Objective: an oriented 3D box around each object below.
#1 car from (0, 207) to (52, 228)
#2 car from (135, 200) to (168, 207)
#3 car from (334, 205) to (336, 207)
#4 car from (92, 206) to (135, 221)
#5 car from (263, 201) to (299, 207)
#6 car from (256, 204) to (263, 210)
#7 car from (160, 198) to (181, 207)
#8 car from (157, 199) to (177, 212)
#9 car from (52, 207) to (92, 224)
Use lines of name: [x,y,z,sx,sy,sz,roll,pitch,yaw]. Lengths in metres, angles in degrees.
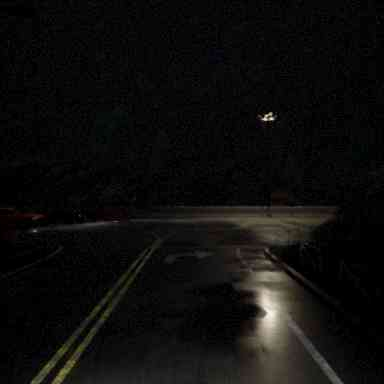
car: [-13.869,1.942,25.503,5.008,1.535,1.882,0,-1,-1]
car: [-6.068,2.130,43.280,5.008,1.535,1.882,0,-1,-1]
car: [22.423,2.046,47.053,4.553,1.767,2.097,0,-1,-1]
car: [-8.353,2.140,32.555,4.718,1.301,1.895,0,-1,-1]
car: [13.743,2.234,50.470,4.892,1.490,1.837,0,-1,-1]
car: [12.930,2.257,53.960,4.902,1.511,2.128,0,-1,-1]
car: [-4.470,1.950,50.297,5.566,2.045,2.150,0,-1,-1]
car: [-5.007,2.181,46.789,4.902,1.511,2.128,0,-1,-1]
car: [-11.610,2.028,29.039,4.674,1.442,1.812,0,-1,-1]
